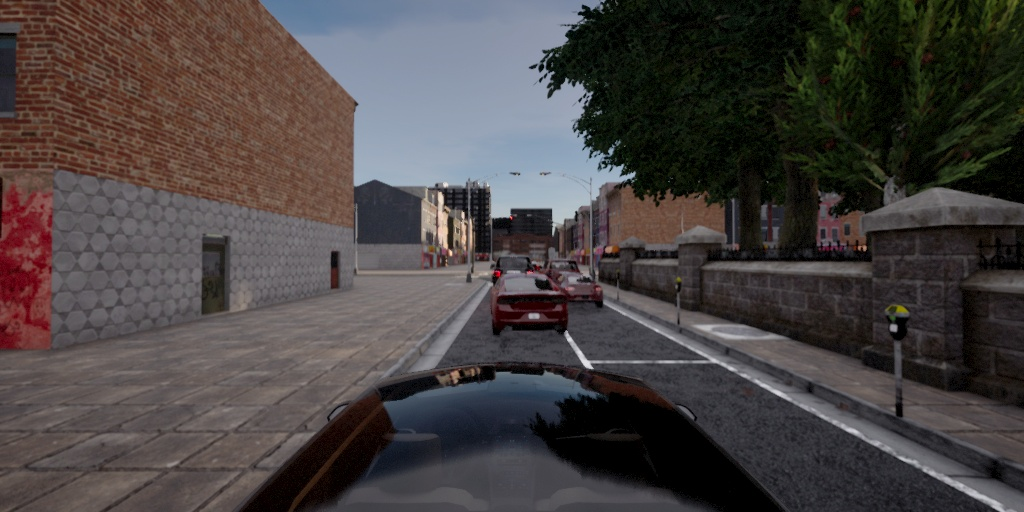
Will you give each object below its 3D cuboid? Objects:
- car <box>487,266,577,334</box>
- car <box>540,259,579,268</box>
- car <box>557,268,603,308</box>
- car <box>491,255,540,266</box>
[{"bbox_3d":[0.316,1.227,10.660,1.882,1.535,5.008,0,0,-4],"label":"car"},{"bbox_3d":[2.649,1.068,20.456,2.192,1.841,5.009,0,0,0],"label":"car"},{"bbox_3d":[2.646,1.332,15.008,1.802,1.307,4.207,0,0,0],"label":"car"},{"bbox_3d":[0.093,0.973,18.762,2.150,2.045,5.566,0,0,0],"label":"car"}]
